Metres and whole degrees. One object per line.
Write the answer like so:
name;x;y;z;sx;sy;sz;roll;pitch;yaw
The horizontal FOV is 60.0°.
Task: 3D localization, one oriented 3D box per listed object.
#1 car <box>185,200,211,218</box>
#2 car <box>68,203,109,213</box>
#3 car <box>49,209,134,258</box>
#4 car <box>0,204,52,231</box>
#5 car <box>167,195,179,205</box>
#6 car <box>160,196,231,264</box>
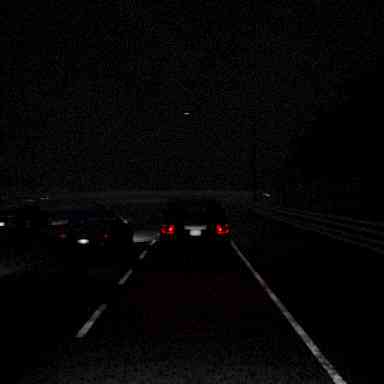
car;0.652;1.548;31.936;2.033;1.411;5.357;0;0;6
car;-6.905;1.483;22.922;1.882;1.535;5.008;0;0;0
car;-3.502;1.567;12.737;1.994;1.385;4.181;0;0;0
car;-10.404;1.509;20.691;1.837;1.490;4.892;0;0;0
car;-3.513;1.470;62.927;2.097;1.767;4.553;0;-1;0
car;0.098;1.225;11.984;2.150;2.045;5.566;0;0;0
